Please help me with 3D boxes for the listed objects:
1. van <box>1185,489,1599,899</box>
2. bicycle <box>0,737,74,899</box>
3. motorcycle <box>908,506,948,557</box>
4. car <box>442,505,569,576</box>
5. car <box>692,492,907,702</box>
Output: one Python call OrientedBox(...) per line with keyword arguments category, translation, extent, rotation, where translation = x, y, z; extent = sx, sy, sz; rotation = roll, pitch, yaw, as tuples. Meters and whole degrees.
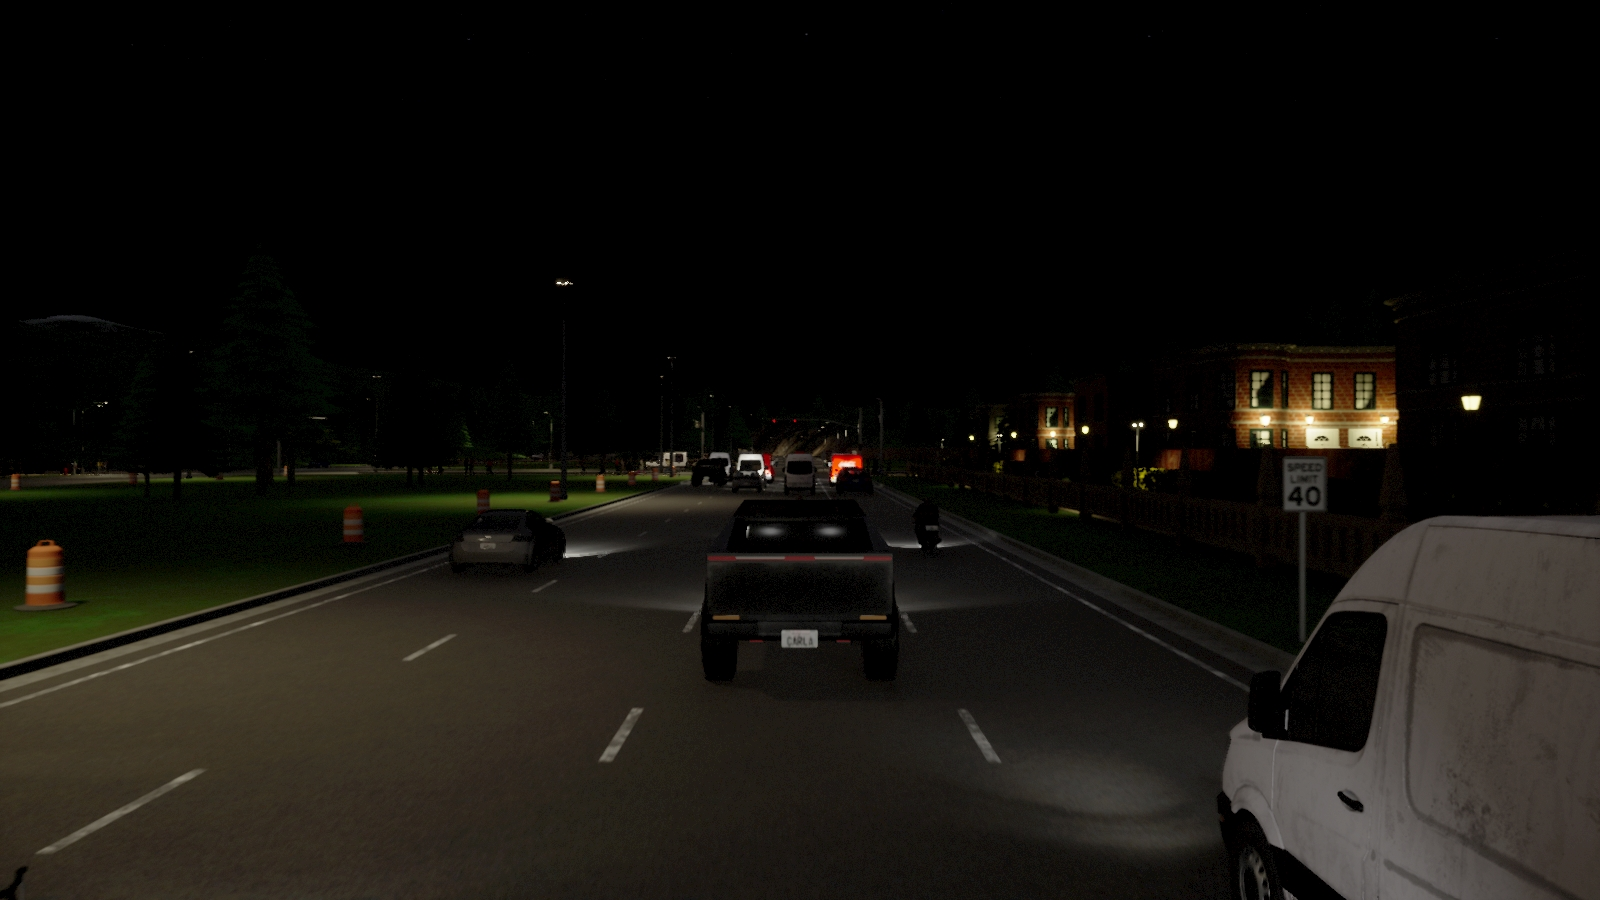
OrientedBox(category="van", translation=(3.495, 1.534, 4.464), extent=(1.988, 2.561, 5.915), rotation=(0, 0, 0))
OrientedBox(category="bicycle", translation=(-3.501, 2.056, 4.391), extent=(0.373, 1.496, 1.643), rotation=(0, 0, 0))
OrientedBox(category="motorcycle", translation=(3.494, 2.204, 31.377), extent=(0.867, 1.251, 2.209), rotation=(0, 0, 0))
OrientedBox(category="car", translation=(-7.006, 2.118, 27.641), extent=(1.994, 1.385, 4.181), rotation=(0, 0, 0))
OrientedBox(category="car", translation=(-0.003, 1.753, 15.846), extent=(2.390, 2.098, 6.274), rotation=(0, 0, 0))
